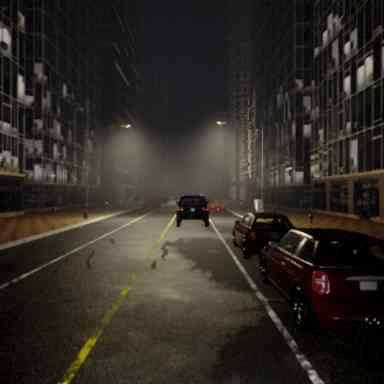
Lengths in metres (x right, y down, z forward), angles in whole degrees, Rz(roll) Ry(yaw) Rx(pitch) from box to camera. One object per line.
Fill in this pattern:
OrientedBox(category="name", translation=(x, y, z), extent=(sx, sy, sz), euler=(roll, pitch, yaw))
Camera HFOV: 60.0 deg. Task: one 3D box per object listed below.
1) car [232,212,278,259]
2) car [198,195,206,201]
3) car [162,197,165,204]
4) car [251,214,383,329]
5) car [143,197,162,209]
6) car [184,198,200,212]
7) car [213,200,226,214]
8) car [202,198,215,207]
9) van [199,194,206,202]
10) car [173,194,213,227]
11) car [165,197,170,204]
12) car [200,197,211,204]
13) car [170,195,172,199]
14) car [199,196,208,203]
OrientedBox(category="car", translation=(2.660, 1.462, 12.683), extent=(1.967, 1.590, 4.097), euler=(0, 0, 0))
OrientedBox(category="car", translation=(2.480, 1.513, 86.683), extent=(1.967, 1.590, 4.097), euler=(0, 0, 0))
OrientedBox(category="car", translation=(-5.818, 1.648, 52.517), extent=(1.802, 1.307, 4.206), euler=(0, 0, 0))
OrientedBox(category="car", translation=(2.674, 1.453, 6.991), extent=(1.967, 1.590, 4.097), euler=(0, 0, 0))
OrientedBox(category="car", translation=(-5.804, 1.607, 46.823), extent=(1.887, 1.381, 4.507), euler=(0, 0, 0))
OrientedBox(category="car", translation=(-0.001, 1.562, 41.053), extent=(1.837, 1.490, 4.892), euler=(0, 0, 0))
OrientedBox(category="car", translation=(2.605, 1.599, 35.453), extent=(1.887, 1.381, 4.507), euler=(0, 0, 0))
OrientedBox(category="car", translation=(2.563, 1.632, 52.529), extent=(1.947, 1.339, 4.313), euler=(0, 0, 0))
OrientedBox(category="van", translation=(2.494, 1.415, 80.992), extent=(1.690, 1.788, 3.998), euler=(0, 0, 0))
OrientedBox(category="car", translation=(0.042, 1.253, 23.437), extent=(2.150, 2.045, 5.566), euler=(0, -1, 0))
OrientedBox(category="car", translation=(-5.845, 1.615, 63.901), extent=(1.887, 1.381, 4.507), euler=(0, 0, 0))
OrientedBox(category="car", translation=(2.535, 1.637, 63.914), extent=(1.947, 1.339, 4.313), euler=(0, 0, 0))
OrientedBox(category="car", translation=(-5.860, 1.638, 69.594), extent=(1.947, 1.339, 4.313), euler=(0, 0, 0))
OrientedBox(category="car", translation=(2.507, 1.640, 75.298), extent=(1.947, 1.339, 4.313), euler=(0, 0, 0))
